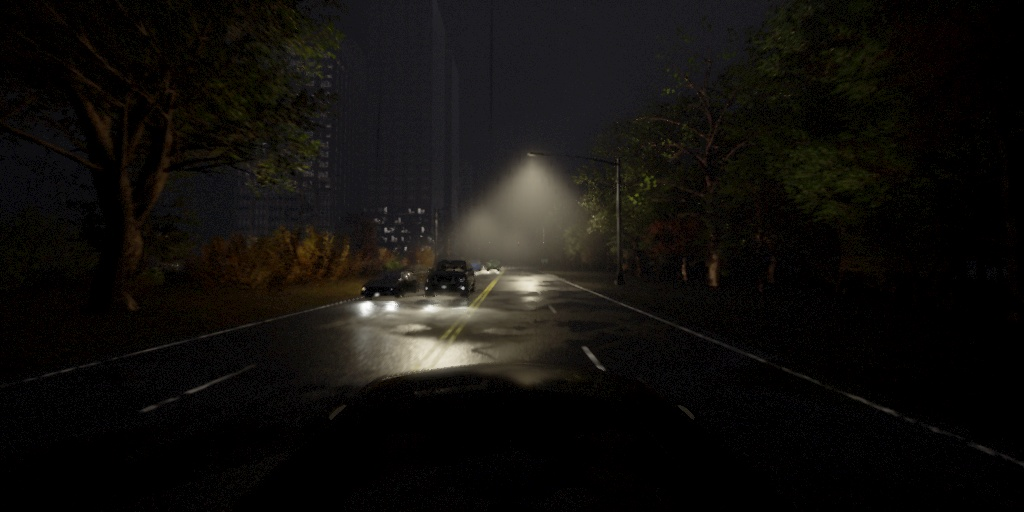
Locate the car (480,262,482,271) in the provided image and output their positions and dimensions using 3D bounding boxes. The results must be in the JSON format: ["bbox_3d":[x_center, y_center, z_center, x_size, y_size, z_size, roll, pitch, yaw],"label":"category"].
[{"bbox_3d":[-6.489,1.682,61.892,2.150,2.045,5.566,0,-1,1],"label":"car"}]

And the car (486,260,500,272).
[{"bbox_3d":[-3.238,1.671,62.305,2.150,2.045,5.566,0,-1,1],"label":"car"}]

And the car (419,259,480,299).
[{"bbox_3d":[-3.344,1.199,20.395,2.150,2.045,5.566,0,-1,0],"label":"car"}]

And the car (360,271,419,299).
[{"bbox_3d":[-6.596,1.538,20.162,2.033,1.411,5.357,0,-1,0],"label":"car"}]
